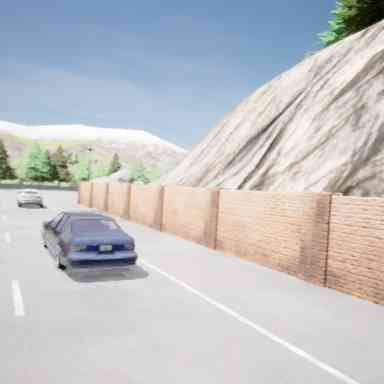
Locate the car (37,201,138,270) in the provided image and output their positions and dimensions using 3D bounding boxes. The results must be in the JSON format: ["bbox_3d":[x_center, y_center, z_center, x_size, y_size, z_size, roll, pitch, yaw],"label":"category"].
[{"bbox_3d":[-3.304,1.279,10.074,2.033,1.411,5.357,4,0,-30],"label":"car"}]

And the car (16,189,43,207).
[{"bbox_3d":[-13.779,0.464,28.354,1.812,1.442,4.674,4,0,-28],"label":"car"}]
